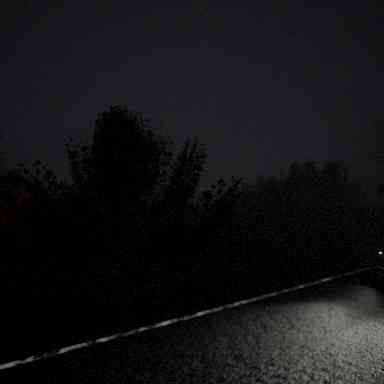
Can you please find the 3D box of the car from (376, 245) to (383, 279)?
[{"bbox_3d":[6.718,1.503,8.799,4.902,1.511,2.128,0,0,-36],"label":"car"}]
